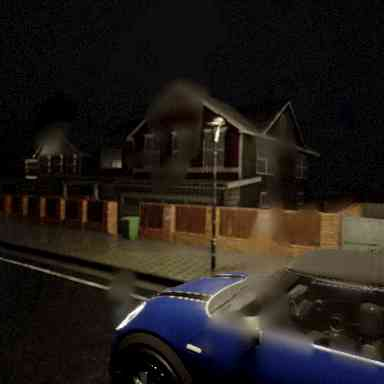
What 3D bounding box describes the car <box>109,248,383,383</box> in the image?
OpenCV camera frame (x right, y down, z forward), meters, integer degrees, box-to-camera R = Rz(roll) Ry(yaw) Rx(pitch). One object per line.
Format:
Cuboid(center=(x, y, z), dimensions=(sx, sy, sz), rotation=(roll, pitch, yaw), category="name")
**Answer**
Cuboid(center=(1.361, 1.339, 3.019), dimensions=(4.553, 1.767, 2.097), rotation=(2, 1, 35), category="car")
